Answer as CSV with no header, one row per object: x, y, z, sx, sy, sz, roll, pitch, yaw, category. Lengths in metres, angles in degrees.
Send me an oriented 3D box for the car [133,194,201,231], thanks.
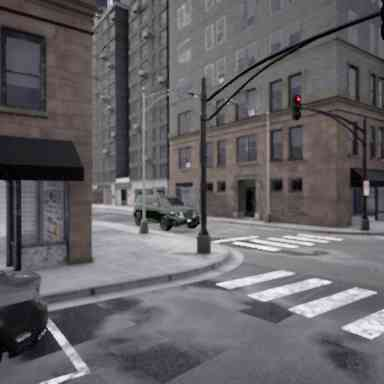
-1.765,1.215,21.065,2.150,2.045,5.566,0,1,-36,car

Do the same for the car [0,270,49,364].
-3.984,1.553,3.682,4.403,1.369,2.008,0,0,-36,car
